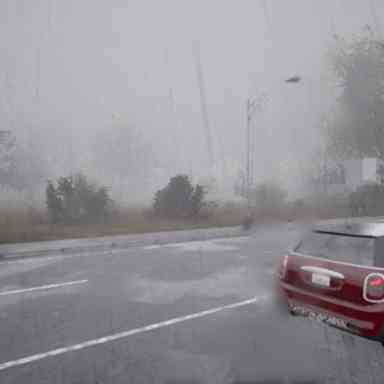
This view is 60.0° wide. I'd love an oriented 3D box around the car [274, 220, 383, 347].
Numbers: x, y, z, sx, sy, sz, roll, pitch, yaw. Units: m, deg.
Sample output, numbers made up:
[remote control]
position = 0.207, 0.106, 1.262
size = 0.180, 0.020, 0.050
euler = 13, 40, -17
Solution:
[car]
position = 3.710, 1.354, 6.284
size = 4.553, 1.767, 2.097
euler = 0, 0, -35
